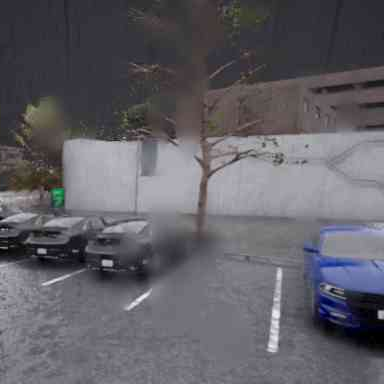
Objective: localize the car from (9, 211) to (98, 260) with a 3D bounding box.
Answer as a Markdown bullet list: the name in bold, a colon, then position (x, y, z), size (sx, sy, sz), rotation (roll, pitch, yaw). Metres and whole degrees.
- **car**: position (-3.767, 1.546, 12.254), size (2.231, 1.521, 4.892), rotation (0, -1, 17)

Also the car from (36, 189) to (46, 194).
- **car**: position (-37.332, -0.265, 83.006), size (4.674, 1.452, 2.002), rotation (1, 5, 38)

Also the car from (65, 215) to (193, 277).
- **car**: position (-1.388, 1.525, 10.494), size (2.231, 1.521, 4.892), rotation (0, -1, 17)

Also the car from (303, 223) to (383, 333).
- **car**: position (3.416, 1.488, 7.046), size (2.097, 1.535, 5.008), rotation (0, -1, 16)

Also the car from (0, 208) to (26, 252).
- **car**: position (-6.128, 1.570, 14.033), size (2.231, 1.521, 4.892), rotation (0, -1, 18)

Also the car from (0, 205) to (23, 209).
- **car**: position (-10.777, 1.495, 17.688), size (2.185, 1.767, 4.553), rotation (0, -1, 19)
